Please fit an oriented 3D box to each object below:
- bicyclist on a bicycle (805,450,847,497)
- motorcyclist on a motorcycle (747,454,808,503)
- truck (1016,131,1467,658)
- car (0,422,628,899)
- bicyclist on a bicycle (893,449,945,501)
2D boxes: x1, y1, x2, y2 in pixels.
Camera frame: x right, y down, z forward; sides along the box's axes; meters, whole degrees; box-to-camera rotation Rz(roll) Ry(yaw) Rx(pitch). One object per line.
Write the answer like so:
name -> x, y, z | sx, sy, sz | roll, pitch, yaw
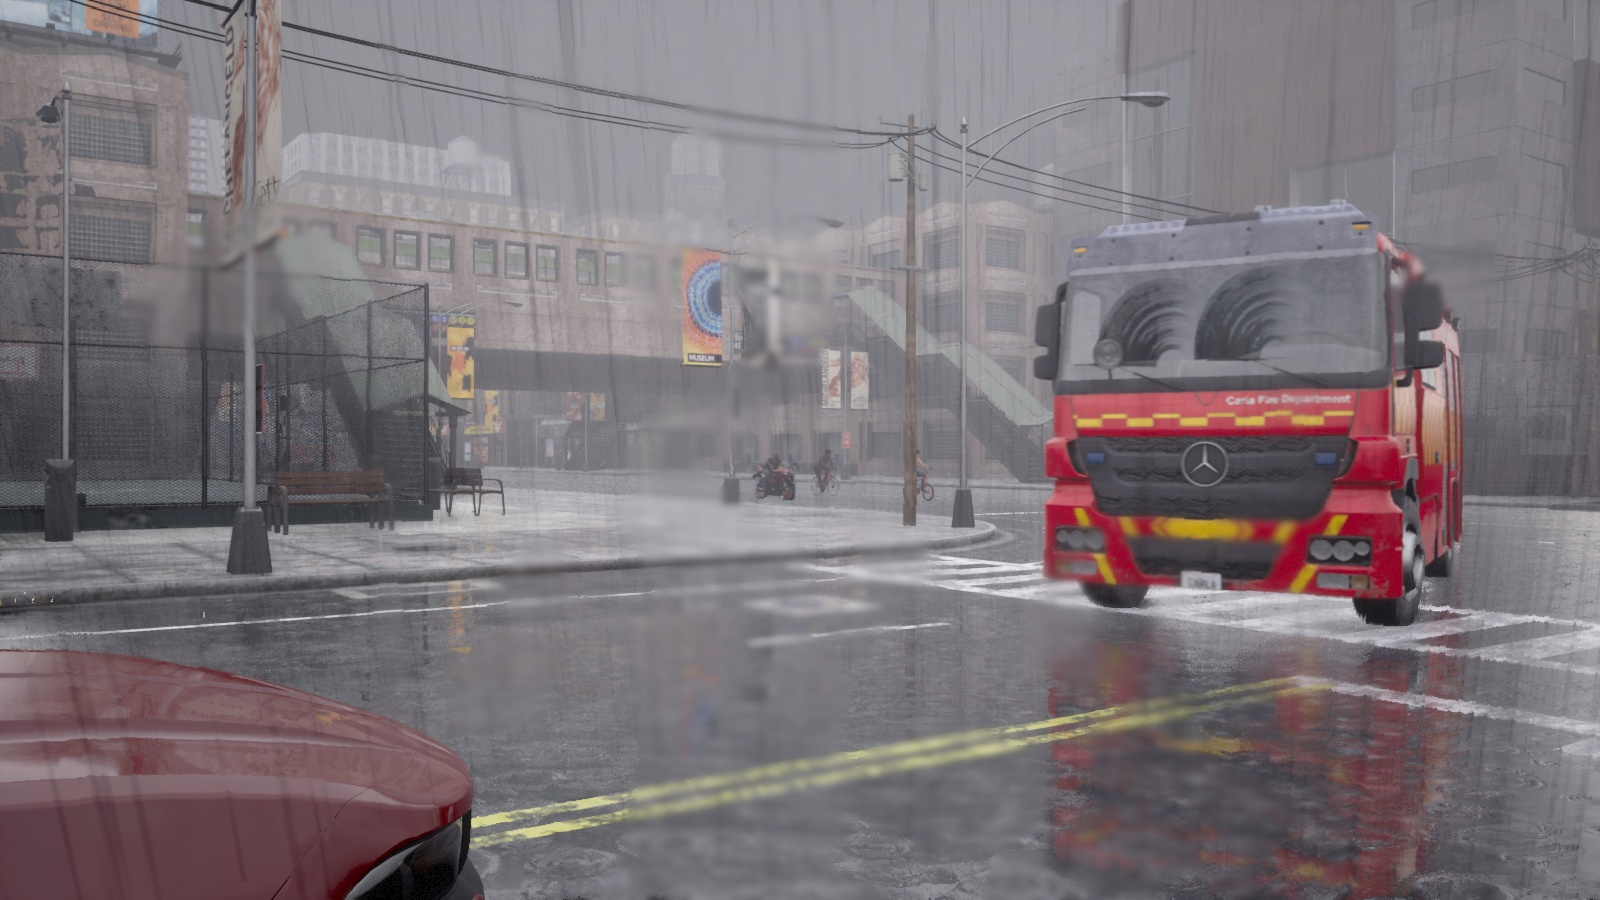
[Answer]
bicyclist on a bicycle -> 0.909, 0.803, 43.662 | 0.582, 1.620, 1.656 | 0, -1, -35
motorcyclist on a motorcycle -> -0.732, 0.880, 39.886 | 0.866, 1.530, 2.191 | 0, 0, -35
truck -> 5.261, -0.397, 13.498 | 2.891, 3.827, 8.468 | 0, 0, 31
car -> -2.898, 0.732, 1.605 | 5.008, 1.535, 1.882 | 0, 0, -36
bicyclist on a bicycle -> 3.733, 0.771, 39.578 | 0.866, 1.612, 1.509 | 0, 0, -35
